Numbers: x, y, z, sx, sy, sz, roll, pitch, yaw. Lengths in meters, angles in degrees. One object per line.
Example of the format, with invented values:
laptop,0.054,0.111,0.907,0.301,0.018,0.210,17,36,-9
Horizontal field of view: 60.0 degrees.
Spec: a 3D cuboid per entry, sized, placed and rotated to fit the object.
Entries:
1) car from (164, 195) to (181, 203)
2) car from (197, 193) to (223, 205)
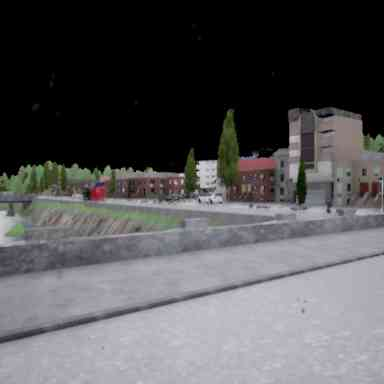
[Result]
car,-4.111,1.337,69.158,2.128,1.511,4.902,0,0,-35
car,3.143,1.147,59.027,2.150,2.045,5.566,0,0,-35
